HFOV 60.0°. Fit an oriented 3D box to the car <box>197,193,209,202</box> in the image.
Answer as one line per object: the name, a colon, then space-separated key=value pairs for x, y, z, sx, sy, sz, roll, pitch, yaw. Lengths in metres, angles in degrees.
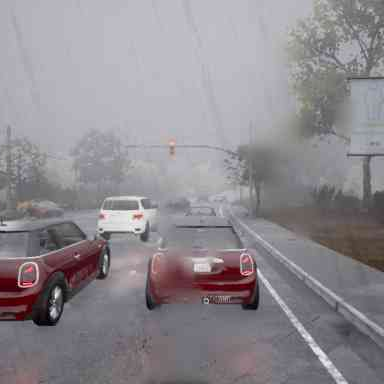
car: x=2.602 y=1.220 z=76.489 sx=2.150 sy=2.045 sz=5.566 roll=0 pitch=0 yaw=9

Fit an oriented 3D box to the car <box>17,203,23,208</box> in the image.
car: x=-15.353 y=1.477 z=34.320 sx=5.008 sy=1.535 sz=1.882 roll=0 pitch=0 yaw=3

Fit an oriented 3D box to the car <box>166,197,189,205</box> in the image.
car: x=-1.645 y=1.352 z=41.360 sx=2.097 sy=1.767 sz=4.553 roll=0 pitch=0 yaw=13

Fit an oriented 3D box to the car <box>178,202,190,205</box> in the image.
car: x=0.473 y=1.492 z=17.199 sx=2.128 sy=1.511 sz=4.902 roll=0 pitch=0 yaw=2

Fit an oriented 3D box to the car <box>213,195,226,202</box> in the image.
car: x=6.001 y=1.590 z=75.576 sx=1.895 sy=1.301 sz=4.718 roll=0 pitch=0 yaw=9

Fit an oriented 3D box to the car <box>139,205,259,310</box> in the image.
car: x=0.219 y=1.352 z=7.992 sx=2.097 sy=1.767 sz=4.553 roll=0 pitch=0 yaw=1

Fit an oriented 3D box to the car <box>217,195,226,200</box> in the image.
car: x=7.693 y=1.392 z=85.668 sx=1.812 sy=1.442 sz=4.674 roll=0 pitch=0 yaw=10

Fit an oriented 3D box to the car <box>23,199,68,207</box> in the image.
car: x=-12.219 y=1.478 z=27.770 sx=1.882 sy=1.535 sz=5.008 roll=2 pitch=-2 yaw=-39

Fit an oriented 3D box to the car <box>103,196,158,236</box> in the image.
car: x=-3.046 y=1.221 z=16.924 sx=2.150 sy=2.045 sz=5.566 roll=0 pitch=0 yaw=2

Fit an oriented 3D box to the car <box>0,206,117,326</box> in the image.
car: x=-3.290 y=1.352 z=7.247 sx=2.097 sy=1.767 sz=4.553 roll=0 pitch=0 yaw=1
